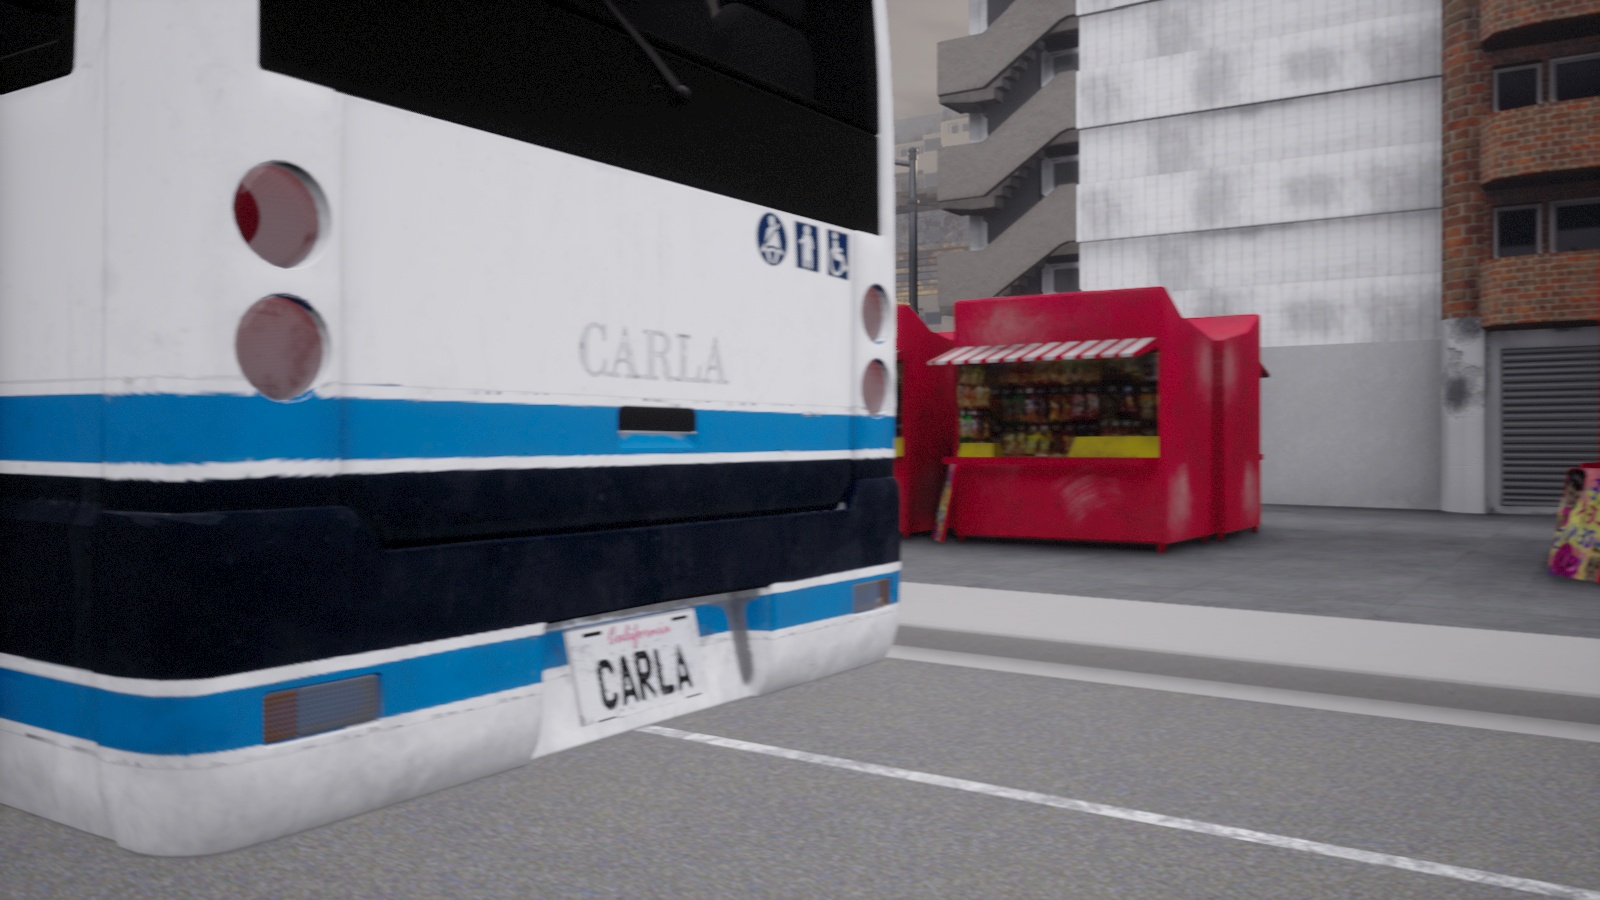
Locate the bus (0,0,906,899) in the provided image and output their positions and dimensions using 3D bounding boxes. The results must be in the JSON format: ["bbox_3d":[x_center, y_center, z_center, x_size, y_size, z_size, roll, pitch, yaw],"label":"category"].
[{"bbox_3d":[-4.914,-0.677,6.899,10.273,4.253,3.944,0,1,33],"label":"bus"}]
